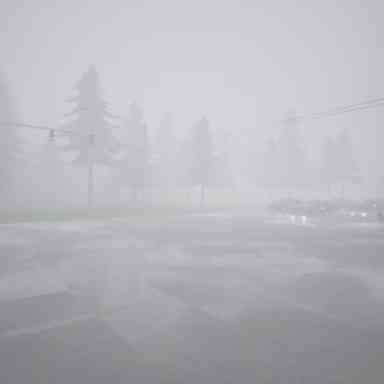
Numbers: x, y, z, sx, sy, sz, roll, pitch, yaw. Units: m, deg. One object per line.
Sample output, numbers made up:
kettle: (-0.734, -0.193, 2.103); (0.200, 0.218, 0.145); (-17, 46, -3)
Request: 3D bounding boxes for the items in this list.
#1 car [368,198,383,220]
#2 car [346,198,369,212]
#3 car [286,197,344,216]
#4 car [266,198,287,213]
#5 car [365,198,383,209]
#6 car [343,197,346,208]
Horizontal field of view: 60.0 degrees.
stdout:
car: (16.341, 1.471, 26.041); (4.902, 1.511, 2.128); (0, 1, -35)
car: (19.884, 1.482, 37.056); (5.357, 1.411, 2.033); (0, 1, -34)
car: (11.629, 1.438, 31.280); (5.357, 1.411, 2.033); (0, 1, -36)
car: (9.735, 1.326, 34.217); (5.008, 1.535, 1.882); (0, 1, -36)
car: (25.785, 1.536, 45.428); (4.718, 1.301, 1.895); (0, 1, -35)
car: (17.321, 1.381, 39.536); (4.902, 1.511, 2.128); (0, 1, -35)
